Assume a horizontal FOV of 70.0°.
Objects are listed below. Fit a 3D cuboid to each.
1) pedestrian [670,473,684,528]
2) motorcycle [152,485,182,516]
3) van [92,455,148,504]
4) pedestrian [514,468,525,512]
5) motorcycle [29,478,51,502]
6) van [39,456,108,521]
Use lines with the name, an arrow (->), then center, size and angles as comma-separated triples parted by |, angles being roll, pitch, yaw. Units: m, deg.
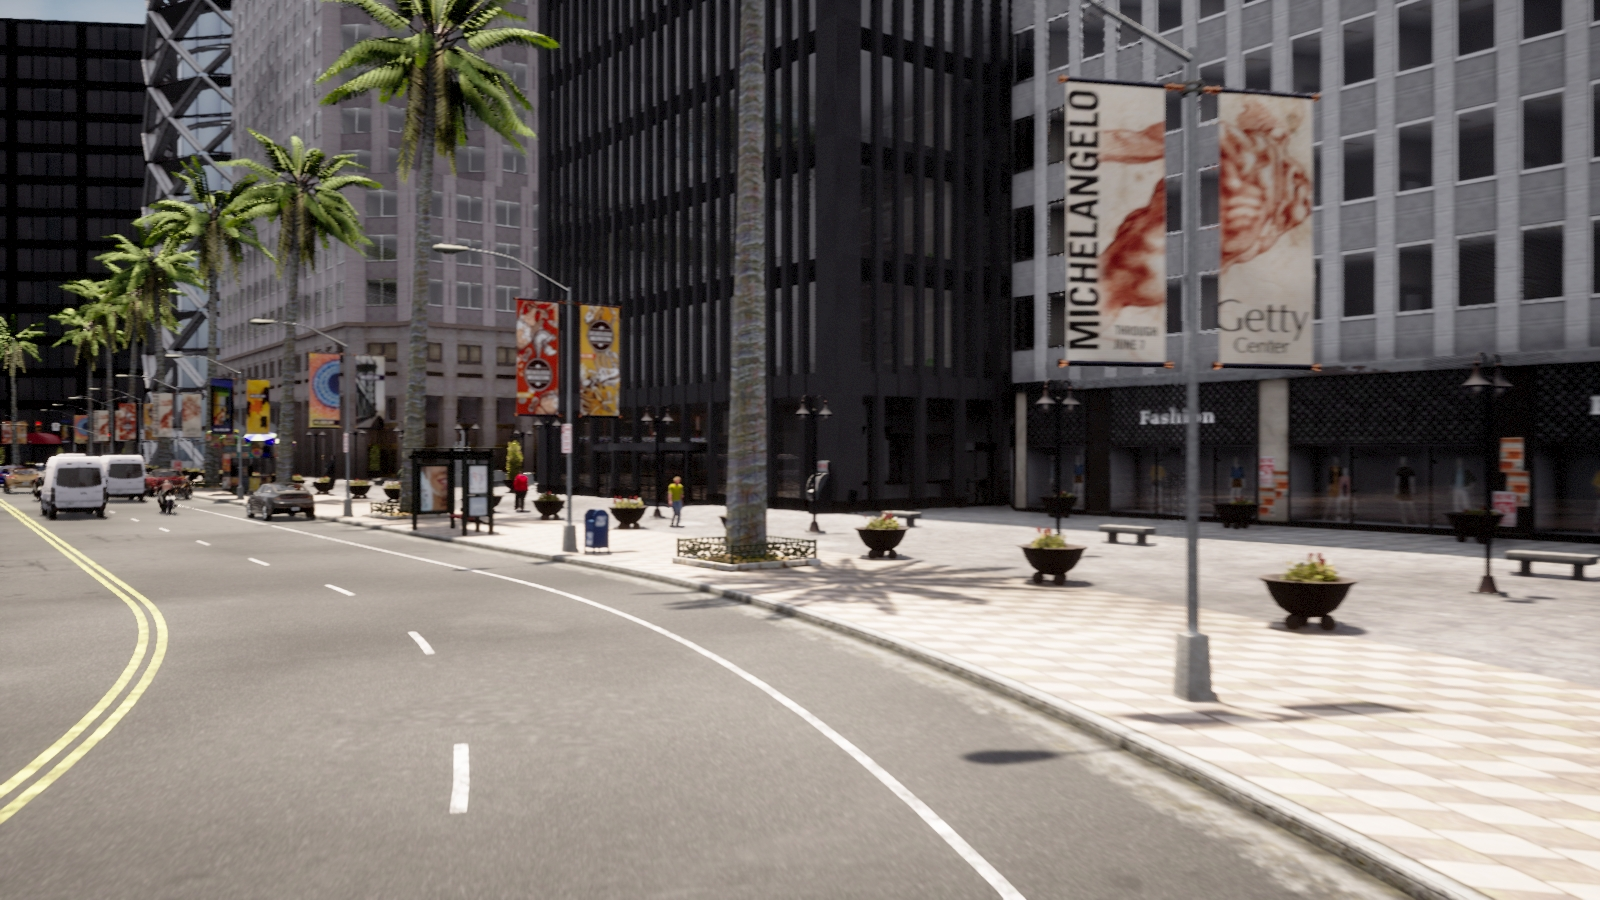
pedestrian -> -4.195, 1.707, 39.020 | 0.375, 1.860, 0.375 | 0, 0, -26
motorcycle -> -28.118, 2.225, 50.718 | 0.867, 1.251, 2.209 | 0, 0, -37
van -> -37.852, 1.562, 63.512 | 1.988, 2.561, 5.915 | 0, 0, -37
pedestrian -> -12.005, 1.708, 48.876 | 0.375, 1.860, 0.375 | 0, 0, -30
motorcycle -> -42.221, 2.235, 63.483 | 0.867, 1.251, 2.209 | 0, 0, -37
van -> -31.170, 1.557, 48.942 | 1.988, 2.561, 5.915 | 0, 0, -37
